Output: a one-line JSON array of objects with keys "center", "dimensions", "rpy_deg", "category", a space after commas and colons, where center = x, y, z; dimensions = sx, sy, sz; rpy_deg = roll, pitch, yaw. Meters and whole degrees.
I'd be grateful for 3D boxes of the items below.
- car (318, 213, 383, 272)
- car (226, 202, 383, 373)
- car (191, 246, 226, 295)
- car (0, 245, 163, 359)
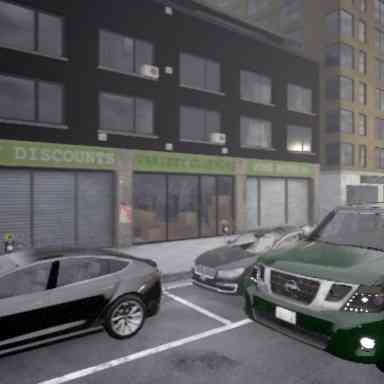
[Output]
[{"center": [6.511, 1.542, 11.405], "dimensions": [4.403, 1.369, 2.008], "rpy_deg": [0, 0, -35], "category": "car"}, {"center": [3.454, 1.219, 5.817], "dimensions": [5.566, 2.045, 2.150], "rpy_deg": [0, 0, -35], "category": "car"}, {"center": [2.013, 1.547, 8.199], "dimensions": [4.403, 1.369, 2.008], "rpy_deg": [0, 0, -35], "category": "car"}, {"center": [-2.485, 1.566, 4.994], "dimensions": [4.313, 1.339, 1.947], "rpy_deg": [0, 0, -35], "category": "car"}]
